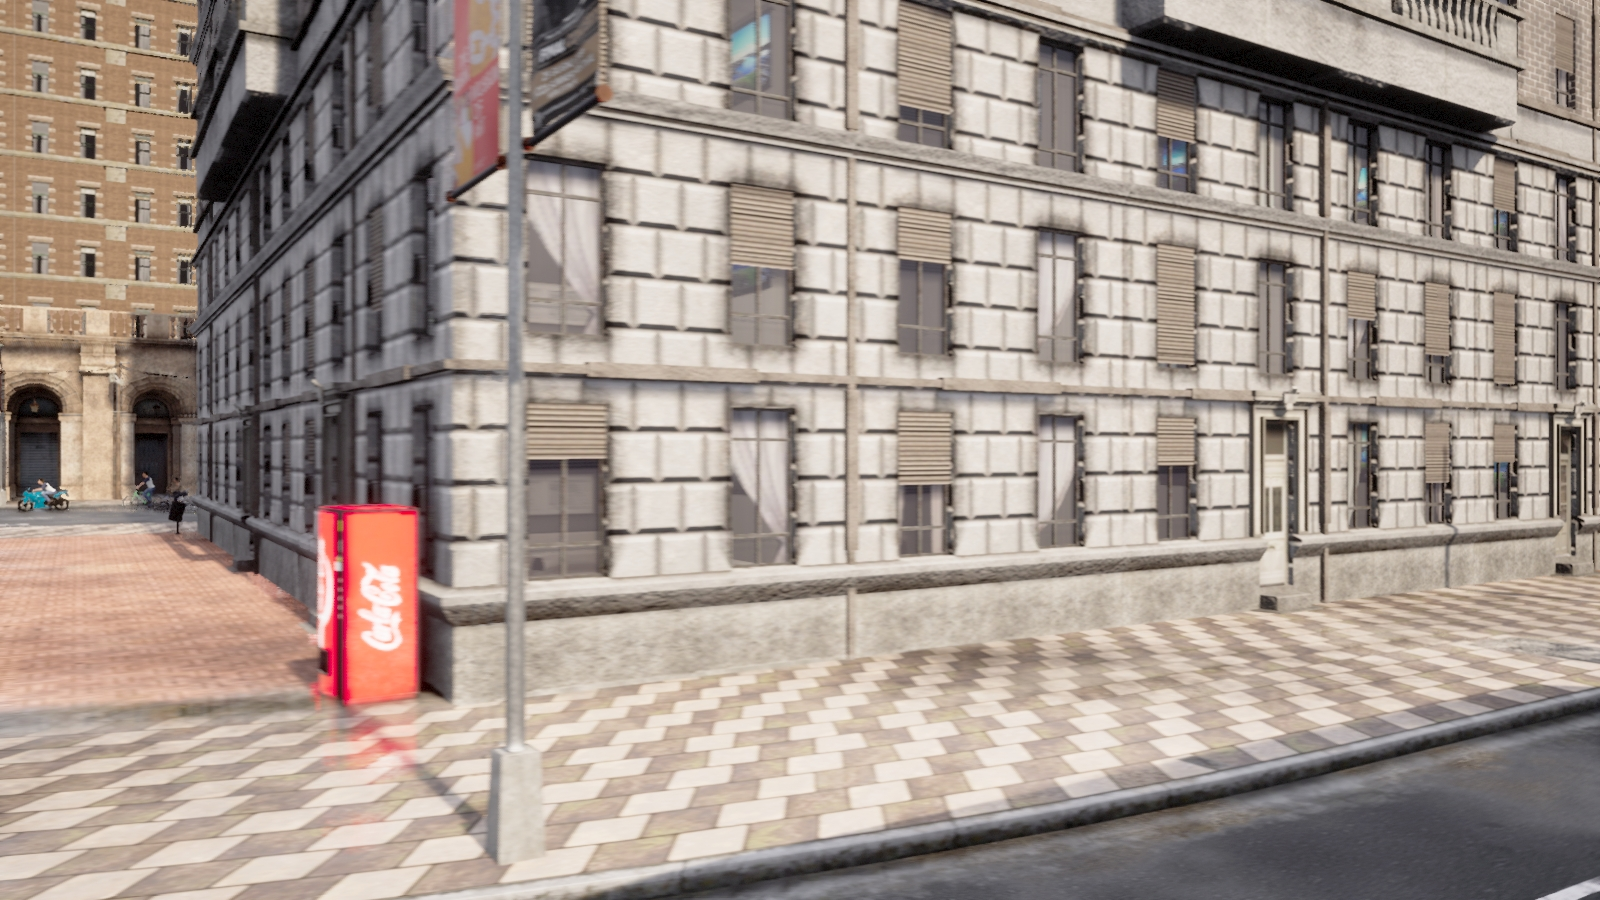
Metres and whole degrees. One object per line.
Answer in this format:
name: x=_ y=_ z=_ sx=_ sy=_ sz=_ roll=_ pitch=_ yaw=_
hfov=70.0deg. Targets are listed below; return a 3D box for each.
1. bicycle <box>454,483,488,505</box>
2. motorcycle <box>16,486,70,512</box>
bicycle: x=-17.126 y=2.294 z=59.519 sx=1.487 sy=1.080 sz=0.859 roll=-2 pitch=1 yaw=-32
motorcycle: x=-34.757 y=2.249 z=52.502 sx=2.033 sy=1.145 sz=0.803 roll=0 pitch=0 yaw=-32
